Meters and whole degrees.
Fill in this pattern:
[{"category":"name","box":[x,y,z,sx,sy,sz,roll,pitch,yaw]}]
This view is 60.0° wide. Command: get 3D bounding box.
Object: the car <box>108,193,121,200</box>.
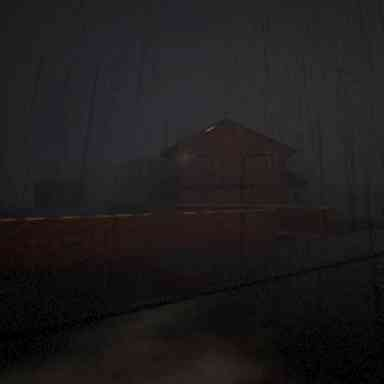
[{"category":"car","box":[-9.354,1.010,42.182,1.905,1.878,3.866,0,0,-36]}]
